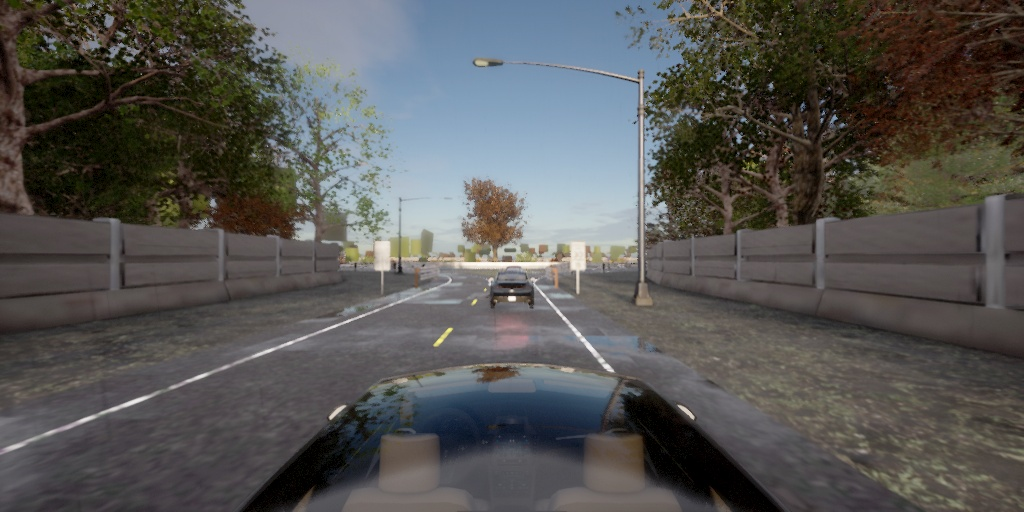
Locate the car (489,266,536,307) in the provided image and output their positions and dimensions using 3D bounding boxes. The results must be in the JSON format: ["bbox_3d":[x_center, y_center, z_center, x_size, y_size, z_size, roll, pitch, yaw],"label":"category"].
[{"bbox_3d":[0.010,1.392,16.170,1.837,1.490,4.892,0,0,0],"label":"car"}]
